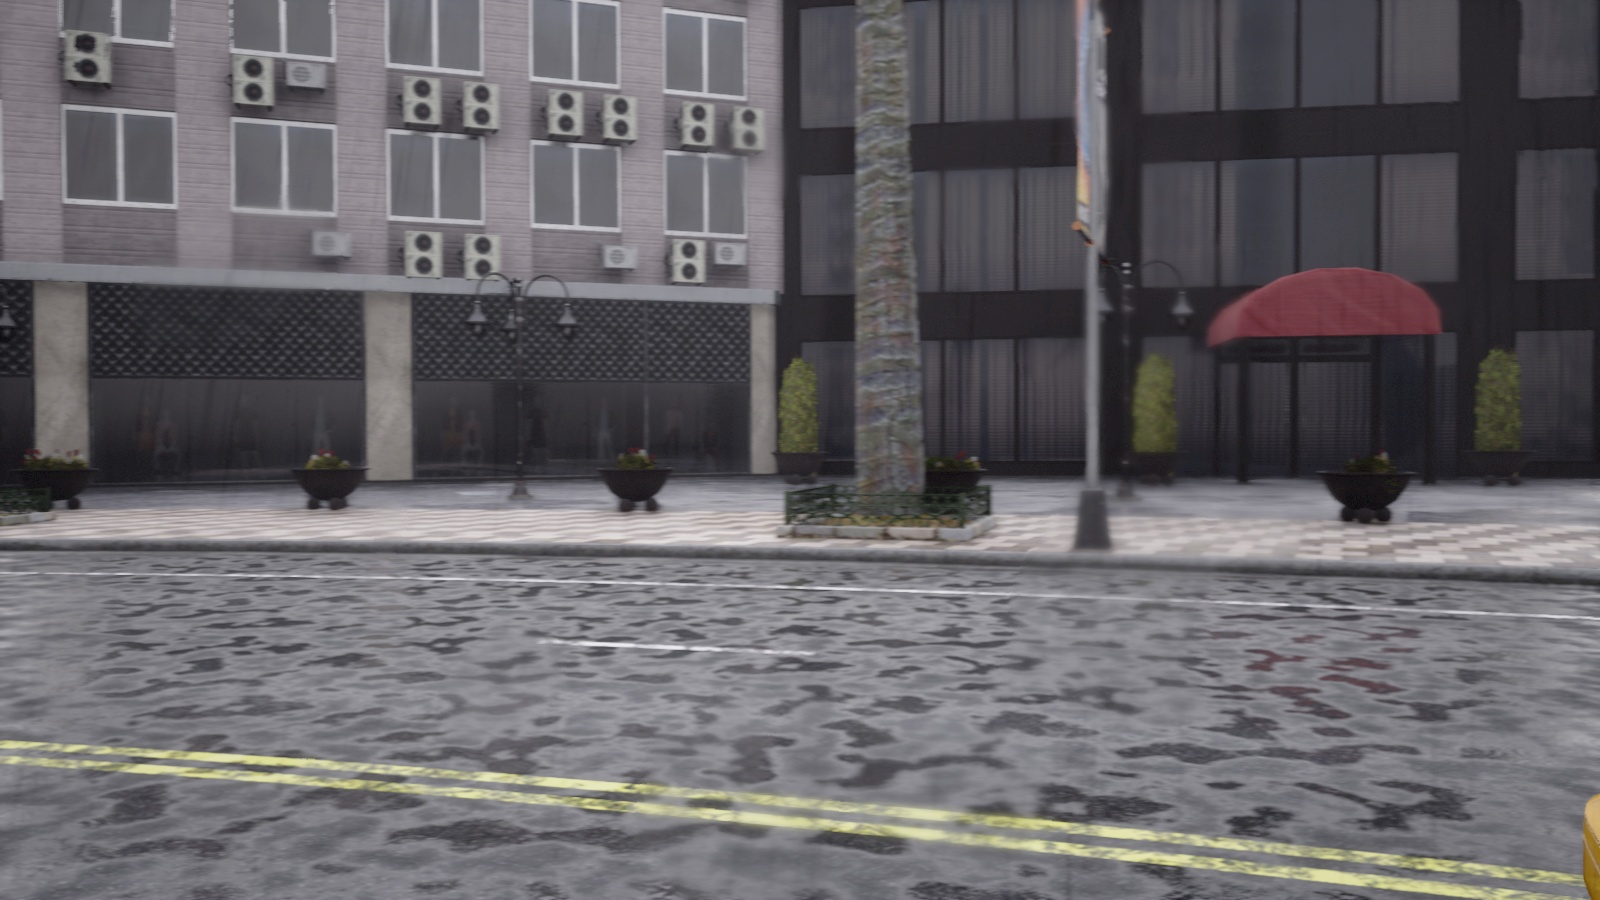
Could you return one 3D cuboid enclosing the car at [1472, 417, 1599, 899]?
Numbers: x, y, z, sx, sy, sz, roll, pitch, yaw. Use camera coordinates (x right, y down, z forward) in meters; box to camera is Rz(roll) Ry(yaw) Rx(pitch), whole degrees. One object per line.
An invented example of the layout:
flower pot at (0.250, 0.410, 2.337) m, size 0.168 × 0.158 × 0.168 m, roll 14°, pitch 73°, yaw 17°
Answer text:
car at (4.009, 0.750, 1.654) m, size 5.366 × 1.575 × 1.801 m, roll 1°, pitch 1°, yaw 23°
